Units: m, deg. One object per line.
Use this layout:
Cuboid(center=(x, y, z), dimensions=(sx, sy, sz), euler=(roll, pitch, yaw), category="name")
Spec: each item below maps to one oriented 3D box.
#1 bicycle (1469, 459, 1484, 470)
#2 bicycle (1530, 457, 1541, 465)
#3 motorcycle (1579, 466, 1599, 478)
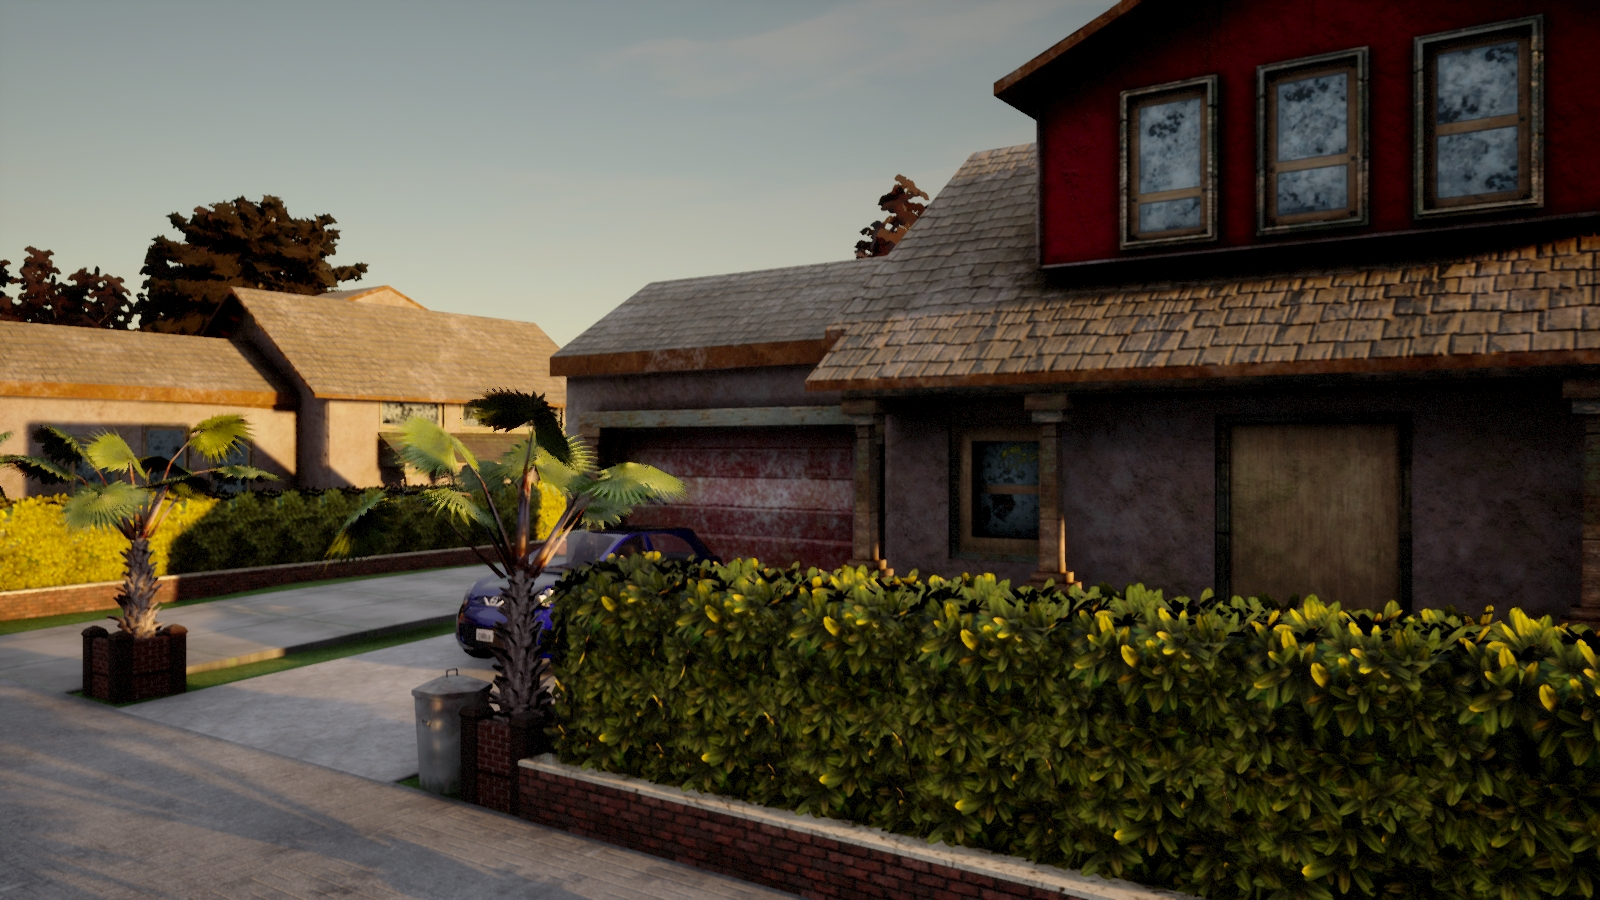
Cuboid(center=(93.639, 2.054, 158.153), dimensions=(1.835, 1.471, 0.329), euler=(0, 0, 35), category="bicycle")
Cuboid(center=(134.768, 2.052, 209.241), dimensions=(1.643, 1.496, 0.373), euler=(0, 0, 35), category="bicycle")
Cuboid(center=(80.305, 2.185, 116.003), dimensions=(2.033, 1.199, 0.803), euler=(0, 0, 36), category="motorcycle")
